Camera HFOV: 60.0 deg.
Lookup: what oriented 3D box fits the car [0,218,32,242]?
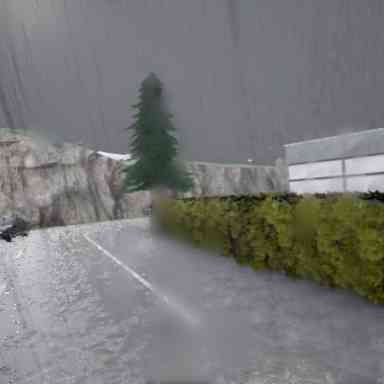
[{"bbox_3d":[-12.608,2.511,22.625,2.033,1.411,5.357,-3,-1,-7],"label":"car"}]

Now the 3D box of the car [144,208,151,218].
[{"bbox_3d":[-2.974,1.849,36.465,4.553,1.767,2.097,-3,-1,-32],"label":"car"}]
